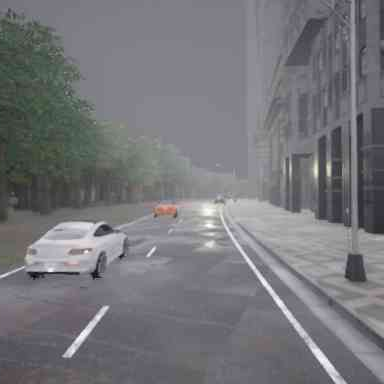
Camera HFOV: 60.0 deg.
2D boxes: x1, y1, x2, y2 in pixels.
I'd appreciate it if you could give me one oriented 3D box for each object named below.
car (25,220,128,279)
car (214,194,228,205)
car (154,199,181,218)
[{"bbox_3d":[-3.251,1.576,10.081,1.812,1.442,4.674,0,0,1],"label":"car"},{"bbox_3d":[5.102,1.540,60.811,1.812,1.442,4.674,0,0,7],"label":"car"},{"bbox_3d":[-2.272,1.489,32.074,2.097,1.767,4.553,0,0,4],"label":"car"}]
